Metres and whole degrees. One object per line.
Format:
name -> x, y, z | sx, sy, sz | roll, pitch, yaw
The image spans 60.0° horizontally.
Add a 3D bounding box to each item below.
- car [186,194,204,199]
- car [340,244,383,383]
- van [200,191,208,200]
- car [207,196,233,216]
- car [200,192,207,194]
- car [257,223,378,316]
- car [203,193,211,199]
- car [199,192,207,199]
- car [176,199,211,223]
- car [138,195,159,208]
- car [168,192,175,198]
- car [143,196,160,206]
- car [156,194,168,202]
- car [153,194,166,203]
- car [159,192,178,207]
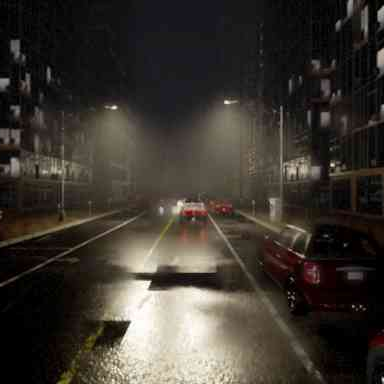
car -> 0.102, 1.270, 41.729 | 1.994, 1.385, 4.181 | 0, 0, 0
car -> 2.692, 1.428, 1.722 | 1.967, 1.590, 4.097 | 0, 0, 0
van -> 2.696, 0.775, 75.720 | 1.690, 1.788, 3.998 | 0, 0, 0
car -> 2.693, 1.337, 30.184 | 1.887, 1.381, 4.507 | 0, 0, 0
car -> 2.695, 1.139, 58.644 | 1.947, 1.339, 4.313 | 0, 0, 0
car -> 2.692, 1.390, 7.413 | 1.967, 1.590, 4.097 | 0, 0, 0
car -> 2.694, 1.229, 47.260 | 1.947, 1.339, 4.313 | 0, 0, 0
car -> 2.697, 0.825, 81.412 | 1.967, 1.590, 4.097 | 0, 0, 0
car -> 0.102, 1.441, 23.468 | 1.895, 1.301, 4.718 | 0, 0, 0
car -> -5.686, 1.251, 41.575 | 1.887, 1.381, 4.507 | 0, 0, 0
car -> -5.684, 0.813, 92.637 | 1.752, 1.417, 4.829 | 0, 0, 0
car -> -5.686, 1.244, 47.269 | 1.802, 1.307, 4.206 | 0, 0, 0
car -> -5.686, 1.093, 64.345 | 1.947, 1.339, 4.313 | 0, 0, 0
car -> -5.686, 1.117, 58.653 | 1.887, 1.381, 4.507 | 0, 0, 0
car -> -2.998, 1.041, 43.842 | 2.097, 1.767, 4.553 | 0, 0, 0
